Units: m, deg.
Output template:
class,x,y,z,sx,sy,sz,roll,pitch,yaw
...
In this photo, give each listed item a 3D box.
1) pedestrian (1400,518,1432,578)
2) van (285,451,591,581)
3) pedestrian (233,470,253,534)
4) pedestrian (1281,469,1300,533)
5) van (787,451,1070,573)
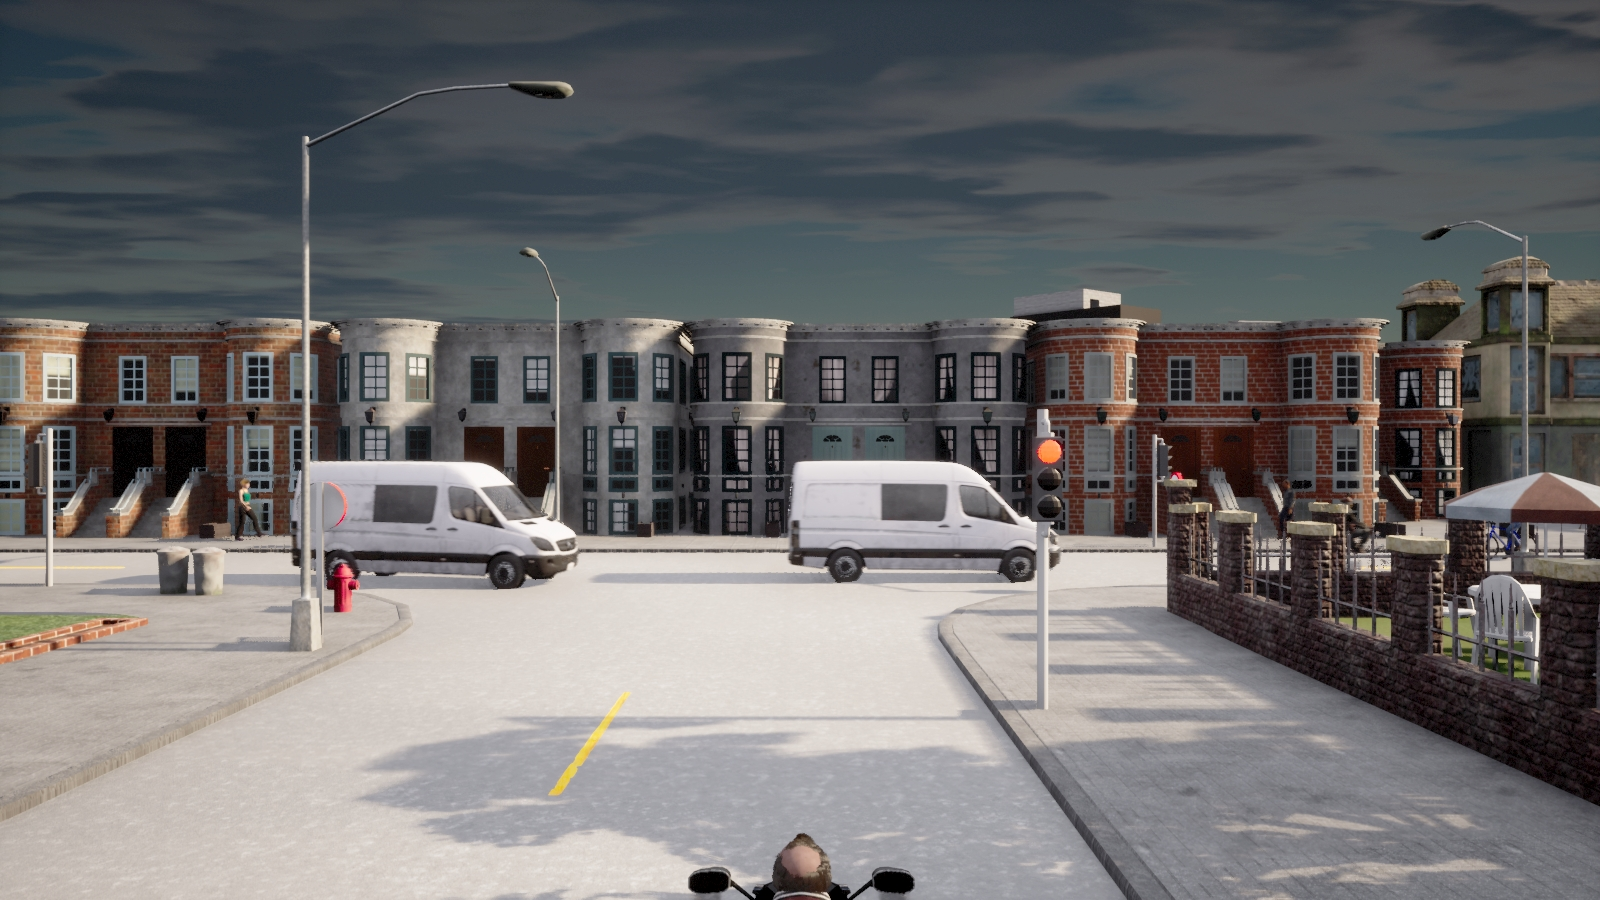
class,x,y,z,sx,sy,sz,roll,pitch,yaw
pedestrian,11.856,1.888,22.002,0.500,1.100,0.500,0,0,22
van,-7.594,1.304,24.140,5.915,2.561,1.988,0,0,11
pedestrian,-16.303,1.511,33.433,0.375,1.860,0.375,0,0,7
pedestrian,14.435,1.492,33.631,0.375,1.860,0.375,0,0,-4
van,2.694,1.304,24.919,5.915,2.561,1.988,0,0,0
